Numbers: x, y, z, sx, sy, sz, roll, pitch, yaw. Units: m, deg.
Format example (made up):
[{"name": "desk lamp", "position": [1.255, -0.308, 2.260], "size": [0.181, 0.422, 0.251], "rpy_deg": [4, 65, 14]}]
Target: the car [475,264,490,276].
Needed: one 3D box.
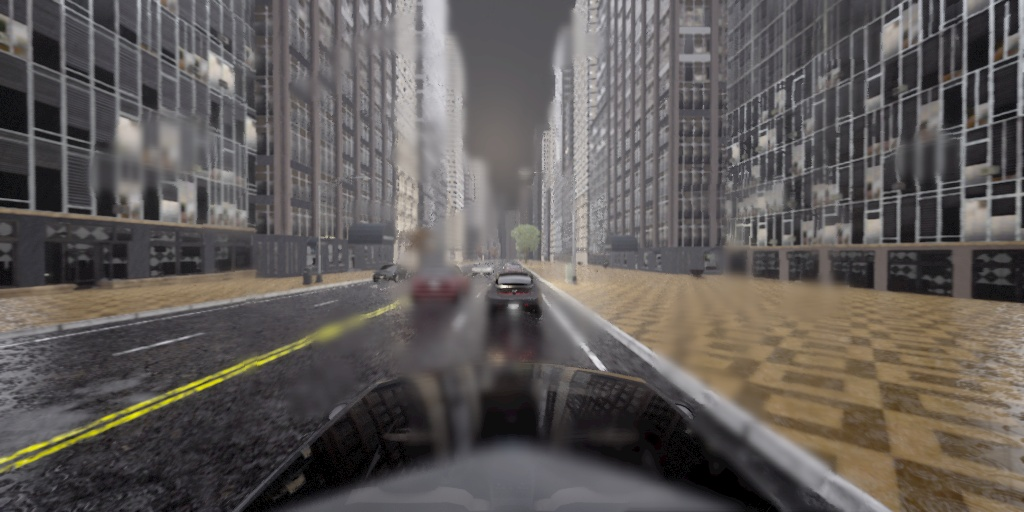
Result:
[{"name": "car", "position": [-3.163, 1.533, 39.854], "size": [1.895, 1.301, 4.718], "rpy_deg": [0, 0, 0]}]

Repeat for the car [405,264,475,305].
[{"name": "car", "position": [-3.157, 1.173, 16.760], "size": [2.097, 1.767, 4.553], "rpy_deg": [0, 0, 0]}]

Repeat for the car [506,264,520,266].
[{"name": "car", "position": [0.090, 1.458, 35.229], "size": [2.033, 1.411, 5.357], "rpy_deg": [0, 0, 0]}]

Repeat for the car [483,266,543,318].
[{"name": "car", "position": [0.095, 1.312, 13.336], "size": [1.837, 1.490, 4.892], "rpy_deg": [0, 0, 0]}]

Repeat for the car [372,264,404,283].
[{"name": "car", "position": [-9.854, 1.387, 29.521], "size": [1.837, 1.490, 4.892], "rpy_deg": [0, 0, 0]}]
